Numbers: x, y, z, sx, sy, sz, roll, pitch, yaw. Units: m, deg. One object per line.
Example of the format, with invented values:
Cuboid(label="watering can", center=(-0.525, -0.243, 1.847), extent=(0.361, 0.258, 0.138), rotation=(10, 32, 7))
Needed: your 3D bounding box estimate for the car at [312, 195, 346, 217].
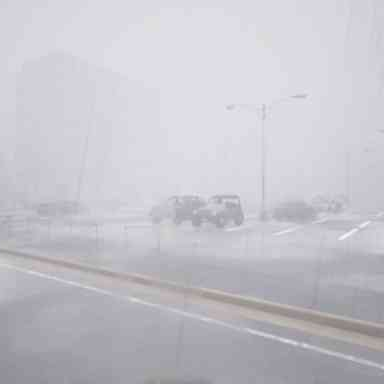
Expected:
Cuboid(label="car", center=(13.710, 1.375, 33.193), extent=(1.970, 1.475, 3.806), rotation=(0, 0, 34))

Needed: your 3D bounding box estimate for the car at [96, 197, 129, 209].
Cuboid(label="car", center=(-10.751, 1.404, 44.858), extent=(2.128, 1.511, 4.902), rotation=(0, 0, 34))

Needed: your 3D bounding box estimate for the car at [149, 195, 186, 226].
Cuboid(label="car", center=(-0.697, 1.120, 21.925), extent=(1.932, 1.855, 4.605), rotation=(0, 0, 34))

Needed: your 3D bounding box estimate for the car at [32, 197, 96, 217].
Cuboid(label="car", center=(-11.667, 1.436, 30.742), extent=(1.837, 1.490, 4.892), rotation=(0, 0, 35))

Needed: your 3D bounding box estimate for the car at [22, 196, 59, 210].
Cuboid(label="car", center=(-18.024, 1.257, 40.324), extent=(2.097, 1.767, 4.553), rotation=(0, 0, 34))

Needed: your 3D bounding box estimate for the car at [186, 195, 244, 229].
Cuboid(label="car", center=(1.668, 1.130, 20.255), extent=(1.905, 1.878, 3.866), rotation=(0, 0, 34))

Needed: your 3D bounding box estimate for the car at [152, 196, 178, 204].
Cuboid(label="car", center=(-4.805, 1.409, 59.855), extent=(1.837, 1.490, 4.892), rotation=(0, 0, 34))

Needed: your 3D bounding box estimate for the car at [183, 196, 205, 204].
Cuboid(label="car", center=(0.386, 1.453, 61.233), extent=(1.812, 1.442, 4.674), rotation=(0, 0, 34))
